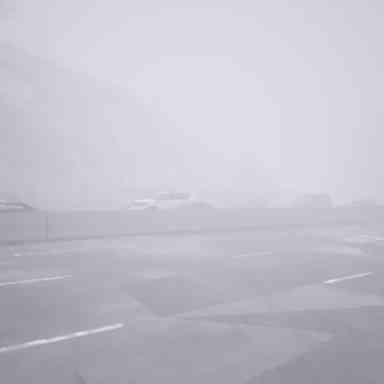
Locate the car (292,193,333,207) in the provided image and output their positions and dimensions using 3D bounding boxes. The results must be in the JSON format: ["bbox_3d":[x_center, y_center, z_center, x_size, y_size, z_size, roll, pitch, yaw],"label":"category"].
[{"bbox_3d":[13.886,1.177,38.065,5.566,2.045,2.150,0,1,-36],"label":"car"}]

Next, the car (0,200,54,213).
[{"bbox_3d":[-10.280,1.264,18.406,4.718,1.301,1.895,1,1,-32],"label":"car"}]

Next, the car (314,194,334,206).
[{"bbox_3d":[22.363,1.331,56.231,2.097,1.767,4.553,1,1,36],"label":"car"}]

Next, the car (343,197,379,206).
[{"bbox_3d":[18.997,1.605,37.693,5.357,1.411,2.033,1,1,-40],"label":"car"}]

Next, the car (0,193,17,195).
[{"bbox_3d":[-16.213,0.840,27.011,4.553,1.767,2.097,1,0,-29],"label":"car"}]

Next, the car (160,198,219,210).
[{"bbox_3d":[0.101,1.368,24.933,4.181,1.385,1.994,1,1,-32],"label":"car"}]

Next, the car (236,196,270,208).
[{"bbox_3d":[7.816,1.293,42.364,5.008,1.535,1.882,1,1,-35],"label":"car"}]

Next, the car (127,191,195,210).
[{"bbox_3d":[-2.148,0.961,27.640,5.566,2.045,2.150,0,1,-32],"label":"car"}]

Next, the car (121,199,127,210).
[{"bbox_3d":[-4.962,0.994,34.133,4.553,1.767,2.097,1,0,-32],"label":"car"}]

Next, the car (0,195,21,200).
[{"bbox_3d":[-13.031,1.120,20.808,4.674,1.442,1.812,1,1,-32],"label":"car"}]

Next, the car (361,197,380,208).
[{"bbox_3d":[27.986,1.602,52.070,1.882,1.535,5.008,1,0,36],"label":"car"}]
